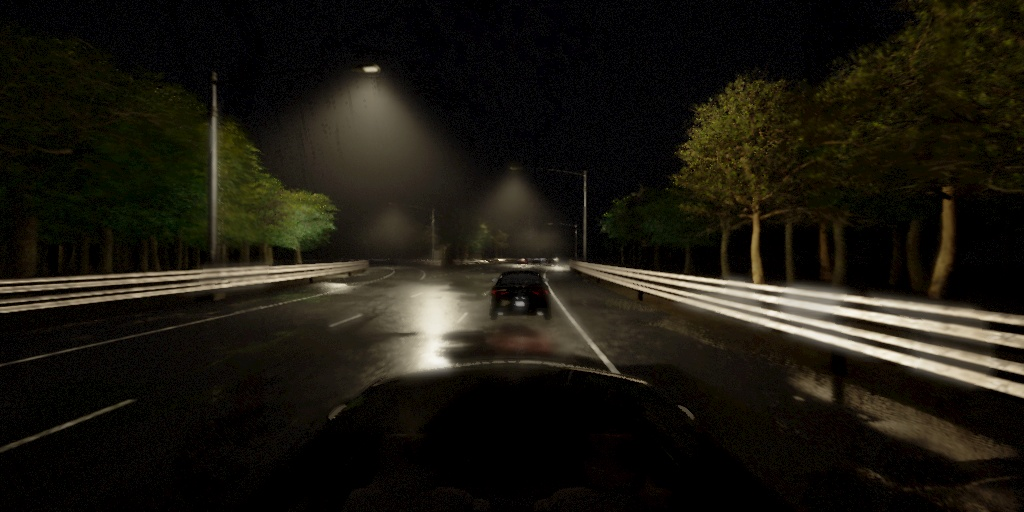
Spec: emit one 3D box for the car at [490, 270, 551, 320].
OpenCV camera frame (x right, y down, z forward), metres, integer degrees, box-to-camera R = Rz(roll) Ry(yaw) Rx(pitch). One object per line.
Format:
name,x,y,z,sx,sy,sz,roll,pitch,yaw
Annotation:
car,0.309,1.228,12.729,1.882,1.535,5.008,0,0,2
